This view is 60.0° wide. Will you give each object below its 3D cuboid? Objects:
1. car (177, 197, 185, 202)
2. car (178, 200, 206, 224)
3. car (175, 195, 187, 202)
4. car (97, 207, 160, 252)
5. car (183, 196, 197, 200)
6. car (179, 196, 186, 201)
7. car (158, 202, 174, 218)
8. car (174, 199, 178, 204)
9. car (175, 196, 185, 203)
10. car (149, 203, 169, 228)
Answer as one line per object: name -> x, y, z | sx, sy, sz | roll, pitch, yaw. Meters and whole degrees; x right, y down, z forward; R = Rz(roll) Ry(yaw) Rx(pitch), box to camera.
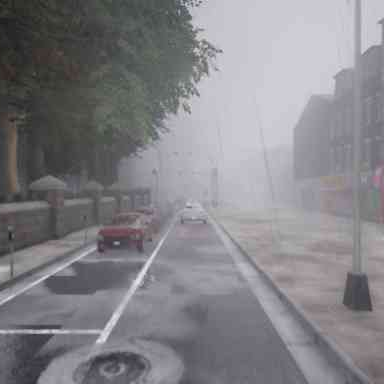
car -> -2.625, 1.788, 80.168 | 1.947, 1.339, 4.313 | -1, 0, 0
car -> 0.112, 1.556, 25.229 | 1.812, 1.442, 4.674 | 0, 0, 0
car -> -2.629, 1.615, 69.299 | 1.967, 1.590, 4.097 | -1, 0, 0
car -> -2.639, 1.557, 13.913 | 1.887, 1.381, 4.507 | 0, 0, 0
car -> 0.113, 1.594, 40.403 | 1.812, 1.442, 4.674 | 0, 0, 0
car -> -2.622, 1.818, 91.037 | 1.887, 1.381, 4.507 | -1, 0, 0
car -> -2.637, 1.582, 25.290 | 2.008, 1.369, 4.403 | -1, 0, 0
car -> -2.636, 1.610, 30.979 | 1.947, 1.339, 4.313 | -1, 0, 0
car -> -2.627, 1.638, 74.734 | 1.967, 1.590, 4.097 | -1, 0, 0
car -> -2.638, 1.565, 19.601 | 1.887, 1.381, 4.507 | 0, 0, 0
